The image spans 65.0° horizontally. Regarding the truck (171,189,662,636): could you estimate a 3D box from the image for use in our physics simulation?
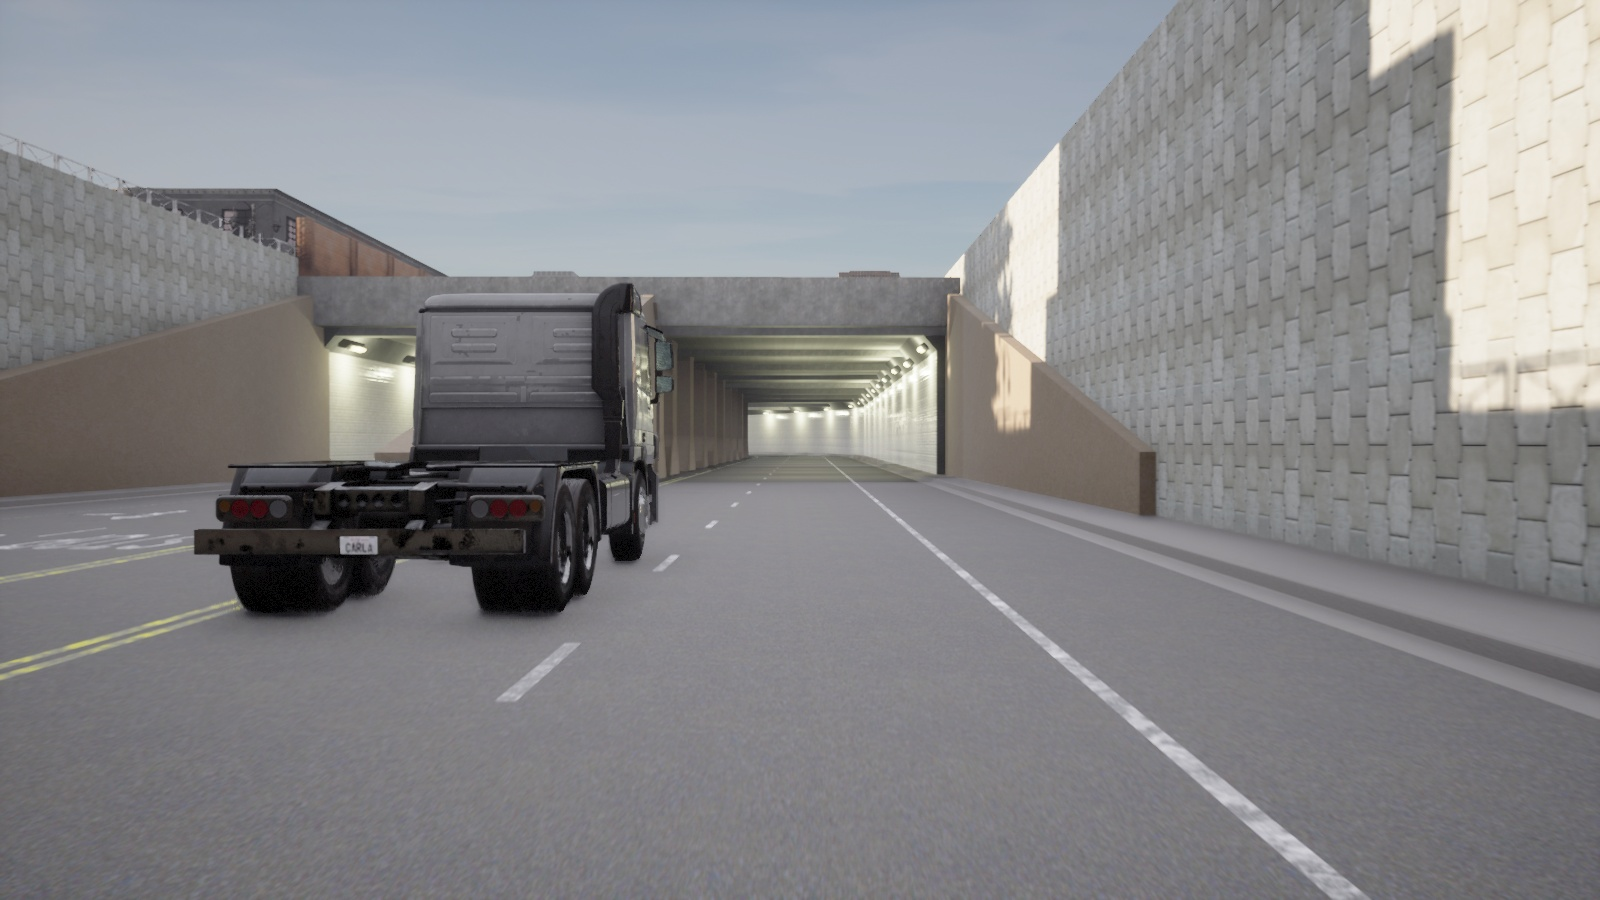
[{"bbox_3d":[-3.407,-0.315,13.703,2.891,3.462,7.936,0,0,0],"label":"truck"}]
